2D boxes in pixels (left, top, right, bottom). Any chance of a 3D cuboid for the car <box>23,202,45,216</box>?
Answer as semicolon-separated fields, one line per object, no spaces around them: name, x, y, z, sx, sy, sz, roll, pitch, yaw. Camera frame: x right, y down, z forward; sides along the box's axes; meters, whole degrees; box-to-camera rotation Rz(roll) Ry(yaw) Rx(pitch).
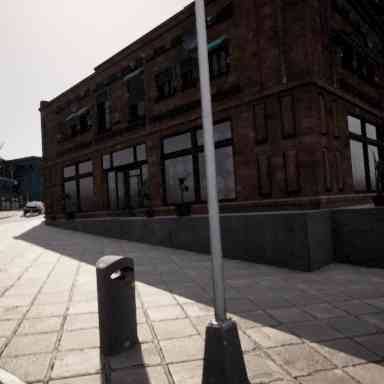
car;-18.159;1.905;38.479;1.837;1.490;4.892;-2;0;-16
